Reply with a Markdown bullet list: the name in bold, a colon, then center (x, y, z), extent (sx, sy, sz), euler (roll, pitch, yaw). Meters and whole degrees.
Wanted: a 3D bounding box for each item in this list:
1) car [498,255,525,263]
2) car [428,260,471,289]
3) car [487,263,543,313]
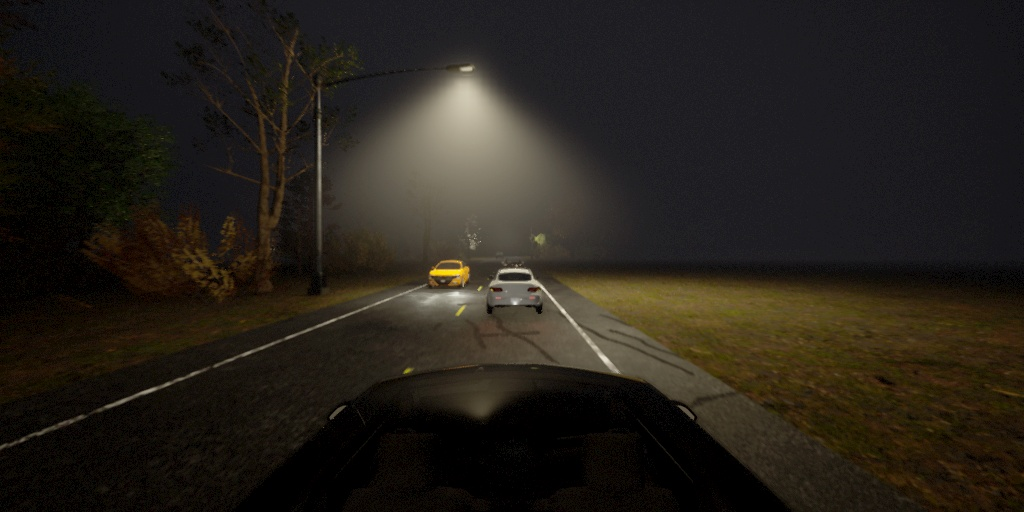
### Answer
- **car**: center (0.075, 0.896, 31.203), extent (2.128, 1.511, 4.902), euler (0, 1, 0)
- **car**: center (-3.610, 0.999, 21.268), extent (1.882, 1.535, 5.008), euler (0, 1, 0)
- **car**: center (0.092, 1.143, 13.126), extent (1.812, 1.442, 4.674), euler (0, 1, 0)
